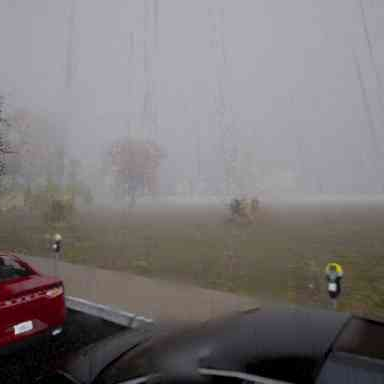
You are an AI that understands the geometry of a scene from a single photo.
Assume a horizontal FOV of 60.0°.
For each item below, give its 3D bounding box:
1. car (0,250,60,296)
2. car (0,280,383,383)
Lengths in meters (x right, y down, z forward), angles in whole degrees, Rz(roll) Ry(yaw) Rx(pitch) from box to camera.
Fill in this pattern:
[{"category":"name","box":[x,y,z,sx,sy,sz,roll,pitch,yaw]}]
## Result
[{"category":"car","box":[-3.966,1.616,5.538,4.507,1.381,1.887,-1,0,36]},{"category":"car","box":[0.545,1.575,2.321,4.313,1.339,1.947,-1,0,36]}]
